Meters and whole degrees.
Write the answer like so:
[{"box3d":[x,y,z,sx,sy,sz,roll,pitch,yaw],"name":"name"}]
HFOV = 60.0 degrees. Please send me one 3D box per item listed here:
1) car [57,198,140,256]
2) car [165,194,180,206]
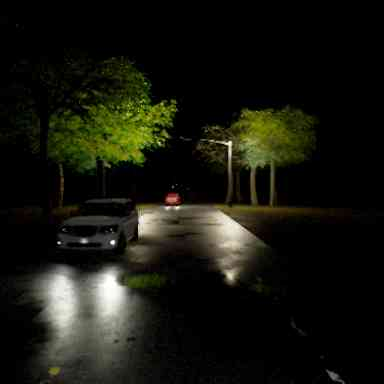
[{"box3d":[-3.562,1.277,13.774,2.150,2.045,5.566,0,0,0],"name":"car"},{"box3d":[-3.215,1.308,56.051,2.150,2.045,5.566,0,0,1],"name":"car"}]
